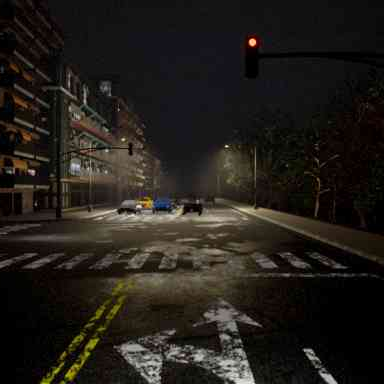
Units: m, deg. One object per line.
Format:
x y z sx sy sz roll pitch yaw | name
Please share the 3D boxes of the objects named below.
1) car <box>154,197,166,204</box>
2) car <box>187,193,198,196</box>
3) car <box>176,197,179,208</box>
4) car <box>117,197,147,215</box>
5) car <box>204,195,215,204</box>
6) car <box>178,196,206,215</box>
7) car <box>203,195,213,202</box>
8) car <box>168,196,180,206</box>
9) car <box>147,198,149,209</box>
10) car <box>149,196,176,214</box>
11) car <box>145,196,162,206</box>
-6.212 1.619 65.036 1.895 1.301 4.718 0 0 0 | car
0.293 1.241 66.123 2.150 2.045 5.566 0 0 0 | car
-3.090 1.499 45.838 2.128 1.511 4.902 0 0 1 | car
-6.438 1.551 34.920 2.033 1.411 5.357 0 0 0 | car
3.543 1.524 66.077 1.837 1.490 4.892 0 0 0 | car
0.080 1.495 34.066 2.128 1.511 4.902 0 0 2 | car
3.590 1.497 76.496 2.033 1.411 5.357 0 0 0 | car
-3.004 1.518 55.900 1.837 1.490 4.892 0 0 0 | car
-6.354 1.485 44.572 1.882 1.535 5.008 0 0 1 | car
-3.179 1.482 36.357 1.882 1.535 5.008 0 0 1 | car
-6.260 1.504 54.712 2.128 1.511 4.902 0 0 0 | car
